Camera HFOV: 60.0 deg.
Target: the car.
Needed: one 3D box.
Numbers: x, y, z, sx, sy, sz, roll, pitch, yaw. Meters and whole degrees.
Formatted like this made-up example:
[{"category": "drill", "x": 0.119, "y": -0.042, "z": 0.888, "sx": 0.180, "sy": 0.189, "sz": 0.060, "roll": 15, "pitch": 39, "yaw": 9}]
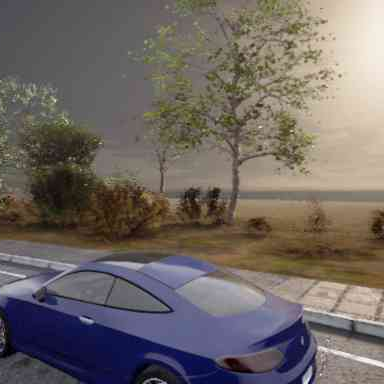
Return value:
[{"category": "car", "x": -0.850, "y": 1.513, "z": 4.354, "sx": 4.674, "sy": 1.442, "sz": 1.812, "roll": 0, "pitch": 0, "yaw": 34}]
